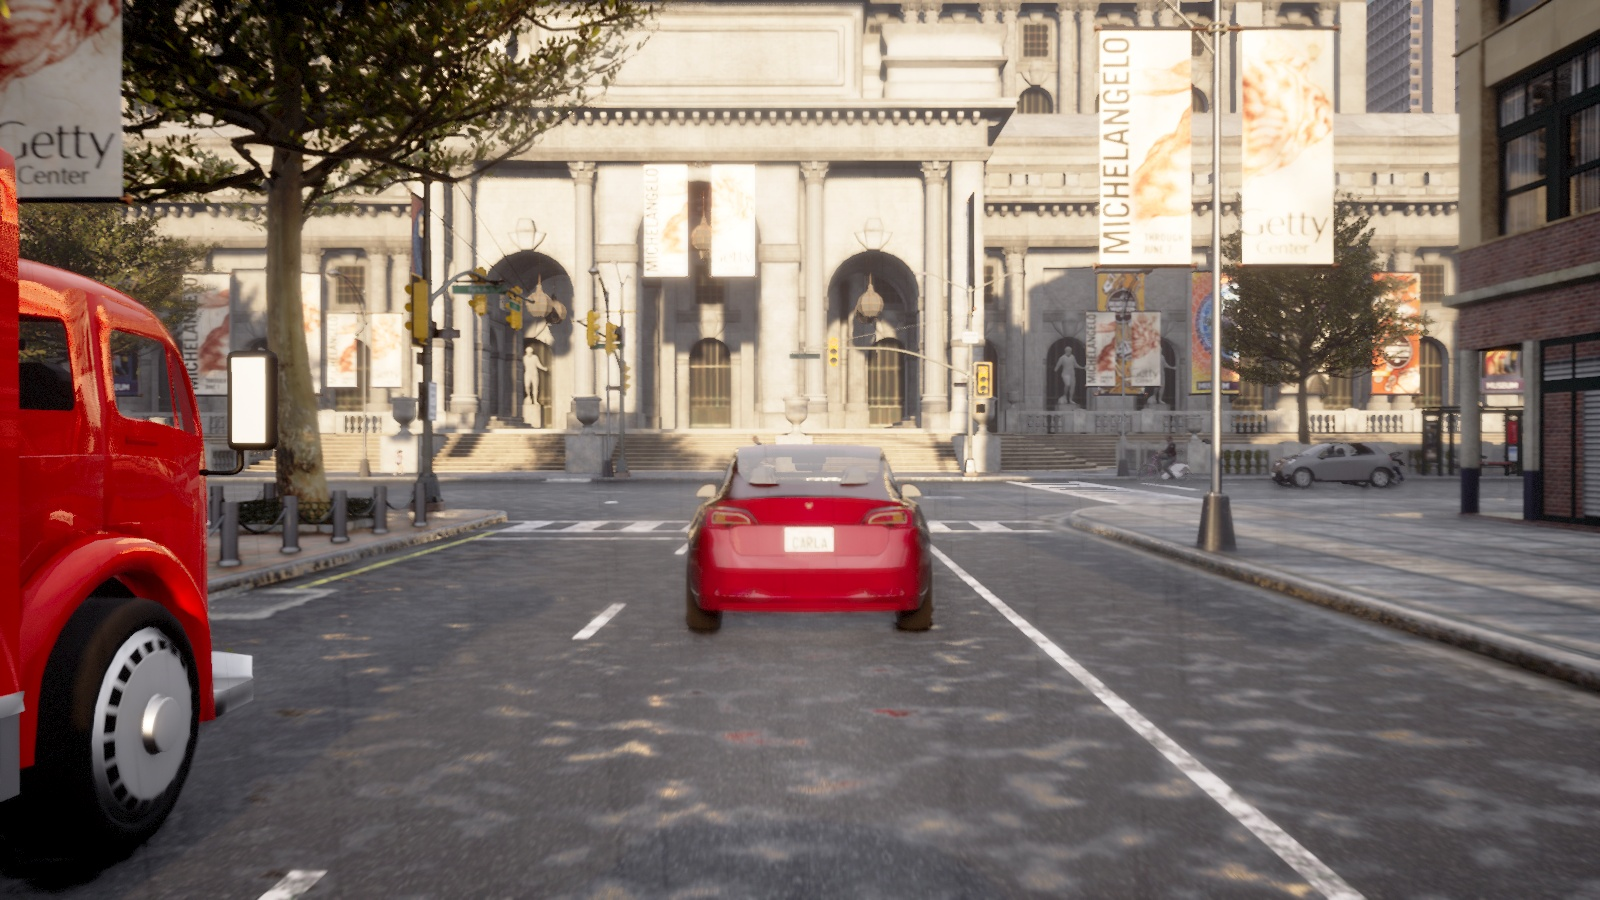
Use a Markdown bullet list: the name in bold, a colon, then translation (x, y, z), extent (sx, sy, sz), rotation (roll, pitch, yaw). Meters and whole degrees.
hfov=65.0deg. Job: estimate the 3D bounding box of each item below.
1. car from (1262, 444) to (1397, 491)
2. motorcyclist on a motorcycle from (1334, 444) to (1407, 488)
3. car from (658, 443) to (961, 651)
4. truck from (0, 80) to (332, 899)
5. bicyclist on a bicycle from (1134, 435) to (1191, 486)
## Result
- **car**: translation (17.214, 0.544, 40.922), extent (3.633, 1.501, 1.845), rotation (0, 0, 1)
- **motorcyclist on a motorcycle**: translation (20.149, 0.547, 44.394), extent (2.191, 1.530, 0.866), rotation (0, 0, 1)
- **car**: translation (0.080, 0.682, 11.388), extent (2.163, 1.488, 4.792), rotation (0, 0, 0)
- **truck**: translation (-3.466, 0.239, 3.142), extent (2.627, 2.467, 5.204), rotation (0, 0, 0)
- **bicyclist on a bicycle**: translation (12.824, 0.377, 44.464), extent (1.843, 1.776, 0.659), rotation (0, 0, 1)
